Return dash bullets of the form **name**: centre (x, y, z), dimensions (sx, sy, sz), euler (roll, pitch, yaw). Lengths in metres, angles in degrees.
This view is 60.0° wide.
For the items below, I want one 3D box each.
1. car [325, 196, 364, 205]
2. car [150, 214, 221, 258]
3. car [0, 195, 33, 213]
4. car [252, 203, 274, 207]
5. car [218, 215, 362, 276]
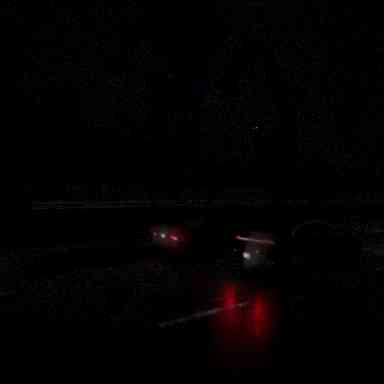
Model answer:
- **car**: centre (17.347, 1.487, 37.741), dimensions (5.566, 2.045, 2.150), euler (1, 0, -35)
- **car**: centre (1.043, 1.599, 13.082), dimensions (5.357, 1.411, 2.033), euler (1, 0, -35)
- **car**: centre (-15.971, 1.236, 26.993), dimensions (5.566, 2.045, 2.150), euler (1, 0, -35)
- **car**: centre (7.248, 1.800, 34.936), dimensions (4.718, 1.301, 1.895), euler (1, 0, -35)
- **car**: centre (3.478, 1.547, 10.525), dimensions (4.902, 1.511, 2.128), euler (1, 0, -36)
